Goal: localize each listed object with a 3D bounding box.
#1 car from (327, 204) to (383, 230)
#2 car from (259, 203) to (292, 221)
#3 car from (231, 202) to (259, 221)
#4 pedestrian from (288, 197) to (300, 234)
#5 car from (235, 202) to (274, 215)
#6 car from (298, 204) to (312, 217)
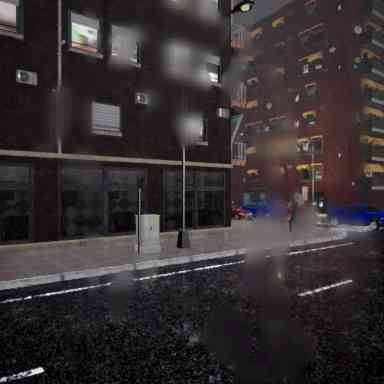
[{"bbox_3d":[11.475,1.614,22.426,1.882,1.535,5.008,0,-1,-24],"label":"car"},{"bbox_3d":[6.468,1.741,30.704,1.882,1.535,5.008,0,0,-36],"label":"car"},{"bbox_3d":[3.673,1.861,30.188,1.802,1.307,4.206,-1,0,-36],"label":"car"},{"bbox_3d":[5.035,1.144,16.547,0.375,1.860,0.375,0,0,-35],"label":"pedestrian"},{"bbox_3d":[7.325,1.918,39.388,1.947,1.339,4.313,-1,0,-36],"label":"car"},{"bbox_3d":[10.440,1.827,35.074,1.887,1.381,4.507,-1,0,-36],"label":"car"}]
